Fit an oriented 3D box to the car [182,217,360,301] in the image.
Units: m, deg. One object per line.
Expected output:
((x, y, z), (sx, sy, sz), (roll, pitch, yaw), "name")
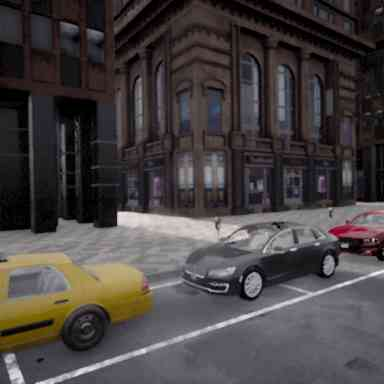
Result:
((1.809, 1.428, 7.943), (4.403, 1.369, 2.008), (-1, 1, -36), "car")

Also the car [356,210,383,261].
((6.375, 1.308, 11.204), (4.507, 1.381, 1.887), (-1, 1, -36), "car")

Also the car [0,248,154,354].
((-2.905, 1.521, 4.575), (4.829, 1.417, 1.752), (-1, 1, -36), "car")
